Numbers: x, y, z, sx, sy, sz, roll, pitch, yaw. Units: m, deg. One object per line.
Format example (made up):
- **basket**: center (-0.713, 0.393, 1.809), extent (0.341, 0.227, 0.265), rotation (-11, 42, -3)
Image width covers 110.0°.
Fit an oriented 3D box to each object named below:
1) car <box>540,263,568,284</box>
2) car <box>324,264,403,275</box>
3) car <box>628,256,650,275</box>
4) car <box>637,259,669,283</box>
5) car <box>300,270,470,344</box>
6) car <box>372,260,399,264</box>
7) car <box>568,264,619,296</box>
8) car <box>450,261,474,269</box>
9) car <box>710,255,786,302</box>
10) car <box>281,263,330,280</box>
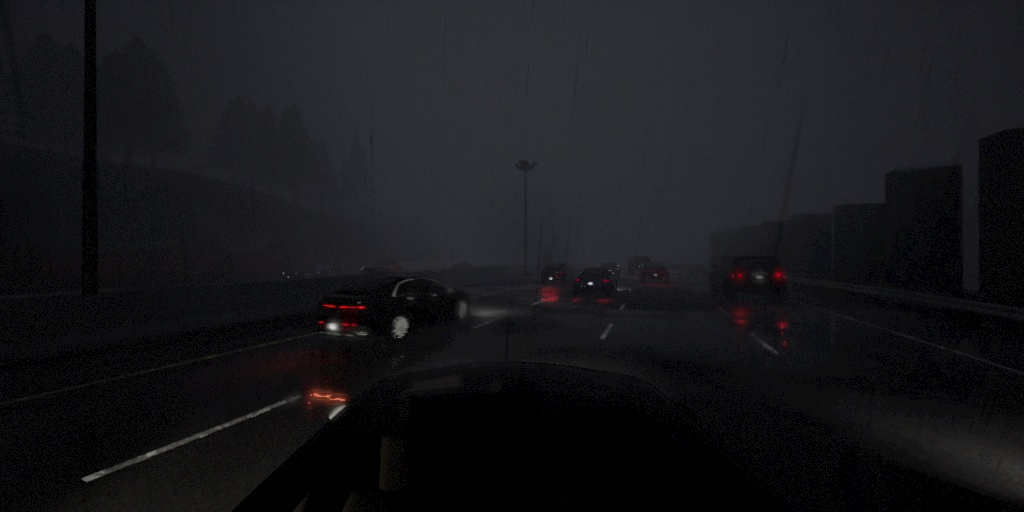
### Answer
- **car**: center (3.440, 1.287, 27.071), extent (1.837, 1.490, 4.892), rotation (0, 0, 18)
- **car**: center (-9.253, 1.385, 23.071), extent (1.895, 1.301, 4.718), rotation (0, 0, 20)
- **car**: center (14.428, 1.018, 40.582), extent (2.150, 2.045, 5.566), rotation (0, 0, 13)
- **car**: center (11.186, 1.258, 28.434), extent (1.882, 1.535, 5.008), rotation (0, -1, 17)
- **car**: center (-2.903, 1.267, 9.885), extent (1.837, 1.490, 4.892), rotation (0, 0, 22)
- **car**: center (-12.635, 1.155, 34.932), extent (2.097, 1.767, 4.553), rotation (0, 0, 17)
- **car**: center (4.572, 1.335, 19.539), extent (1.994, 1.385, 4.181), rotation (0, 0, 20)
- **car**: center (-6.216, 1.377, 45.147), extent (1.994, 1.385, 4.181), rotation (0, 0, 14)
- **car**: center (11.297, 0.986, 17.525), extent (2.150, 2.045, 5.566), rotation (0, 0, 20)
- **car**: center (-17.331, 1.349, 31.651), extent (2.033, 1.411, 5.357), rotation (0, 0, 19)
